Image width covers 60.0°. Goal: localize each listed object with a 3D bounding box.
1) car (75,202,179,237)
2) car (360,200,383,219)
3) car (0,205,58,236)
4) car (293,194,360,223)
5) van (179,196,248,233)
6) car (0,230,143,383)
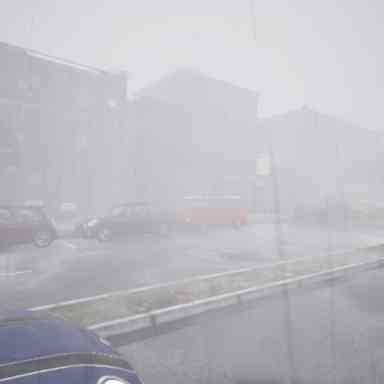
[{"bbox_3d":[-3.257,1.328,16.187,4.553,1.767,2.185,0,0,-36],"label":"car"},{"bbox_3d":[14.679,1.473,29.056,5.008,1.535,2.097,0,0,-36],"label":"car"},{"bbox_3d":[-7.745,1.324,12.966,4.553,1.767,2.185,0,0,-36],"label":"car"},{"bbox_3d":[10.265,1.217,25.888,5.566,2.045,2.435,0,0,-36],"label":"car"},{"bbox_3d":[1.113,1.233,19.322,4.442,1.987,1.878,0,0,-36],"label":"van"},{"bbox_3d":[-2.421,1.351,1.714,4.553,1.767,2.097,0,0,-36],"label":"car"}]
